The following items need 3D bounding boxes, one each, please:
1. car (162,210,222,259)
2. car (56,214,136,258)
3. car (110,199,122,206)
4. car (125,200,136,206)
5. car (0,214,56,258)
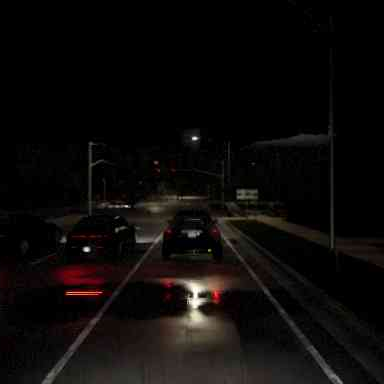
[{"bbox_3d":[0.012,1.505,13.402,2.097,1.767,4.553,0,-1,0],"label":"car"},{"bbox_3d":[-3.488,1.662,13.476,1.837,1.490,4.892,0,0,0],"label":"car"},{"bbox_3d":[-17.789,2.359,77.676,1.882,1.535,5.008,0,-1,1],"label":"car"},{"bbox_3d":[-14.290,2.476,77.620,1.895,1.301,4.718,0,-1,1],"label":"car"},{"bbox_3d":[-6.988,1.661,13.476,1.837,1.490,4.892,0,0,0],"label":"car"}]
